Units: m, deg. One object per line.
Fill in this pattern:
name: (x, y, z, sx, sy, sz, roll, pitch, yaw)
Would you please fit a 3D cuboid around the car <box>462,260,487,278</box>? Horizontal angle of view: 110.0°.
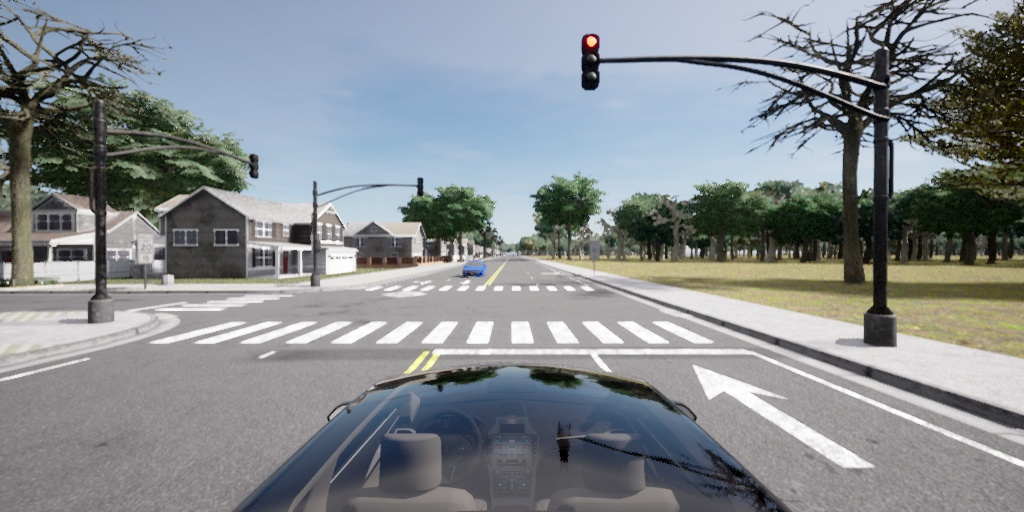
car: (-3.219, 1.107, 31.398, 1.882, 1.535, 5.008, 0, 1, 0)
